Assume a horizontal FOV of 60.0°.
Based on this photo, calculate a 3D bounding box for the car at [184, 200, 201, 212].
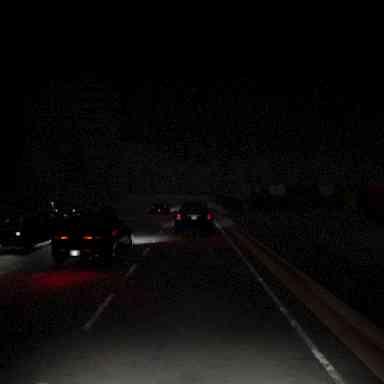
[{"bbox_3d":[0.095,1.622,40.466,1.895,1.301,4.718,0,0,0],"label":"car"}]

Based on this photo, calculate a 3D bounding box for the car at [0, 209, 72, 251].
[{"bbox_3d":[-7.074,1.608,14.308,1.895,1.301,4.718,0,0,0],"label":"car"}]

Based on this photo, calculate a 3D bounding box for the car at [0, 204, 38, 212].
[{"bbox_3d":[-10.554,1.488,19.713,1.882,1.535,5.008,0,0,0],"label":"car"}]

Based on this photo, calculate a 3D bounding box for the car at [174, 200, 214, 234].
[{"bbox_3d":[0.108,1.362,19.298,2.097,1.767,4.553,0,0,0],"label":"car"}]

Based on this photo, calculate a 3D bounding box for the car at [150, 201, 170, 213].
[{"bbox_3d":[-3.381,1.620,36.471,1.895,1.301,4.718,0,0,0],"label":"car"}]

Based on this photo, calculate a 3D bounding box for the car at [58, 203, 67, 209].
[{"bbox_3d":[-10.488,1.616,29.689,1.895,1.301,4.718,0,0,0],"label":"car"}]

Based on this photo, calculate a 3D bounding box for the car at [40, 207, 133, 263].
[{"bbox_3d":[-3.395,1.511,12.056,1.837,1.490,4.892,0,0,0],"label":"car"}]

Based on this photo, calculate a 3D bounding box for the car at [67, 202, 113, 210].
[{"bbox_3d":[-7.019,1.504,24.467,2.128,1.511,4.902,0,0,1],"label":"car"}]
